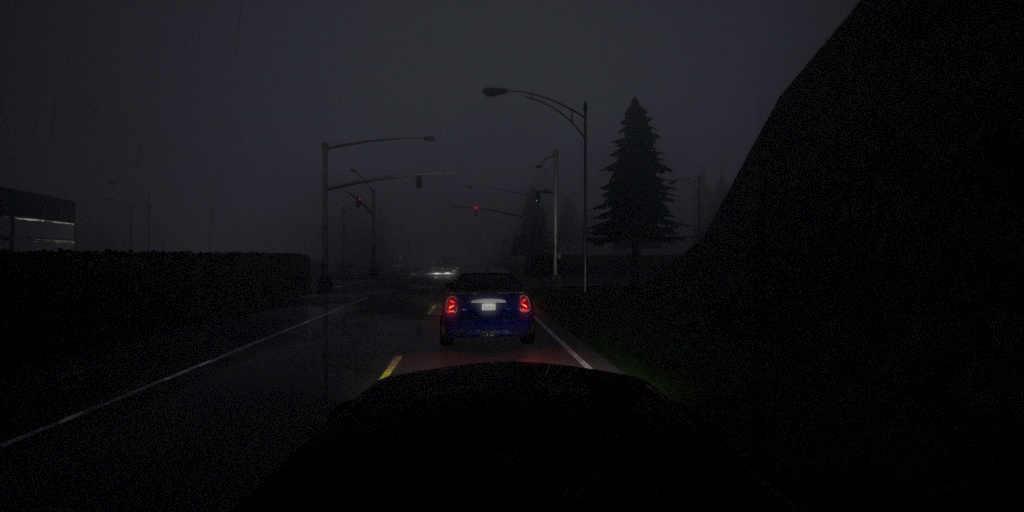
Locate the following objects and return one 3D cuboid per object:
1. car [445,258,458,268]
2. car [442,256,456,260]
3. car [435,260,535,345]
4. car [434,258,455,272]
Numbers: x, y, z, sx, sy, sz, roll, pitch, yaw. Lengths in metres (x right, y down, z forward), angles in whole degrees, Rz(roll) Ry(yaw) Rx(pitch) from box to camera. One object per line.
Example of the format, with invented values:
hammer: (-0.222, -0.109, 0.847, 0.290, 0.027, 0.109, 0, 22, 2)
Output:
car: (-10.813, 1.226, 64.427, 1.882, 1.535, 5.008, 0, 0, -6)
car: (-9.650, 0.970, 54.195, 2.150, 2.045, 5.566, 0, 0, -7)
car: (-0.729, 1.102, 9.727, 2.097, 1.767, 4.553, 0, 0, -6)
car: (-8.549, 1.313, 44.807, 1.994, 1.385, 4.181, 0, 0, -7)
